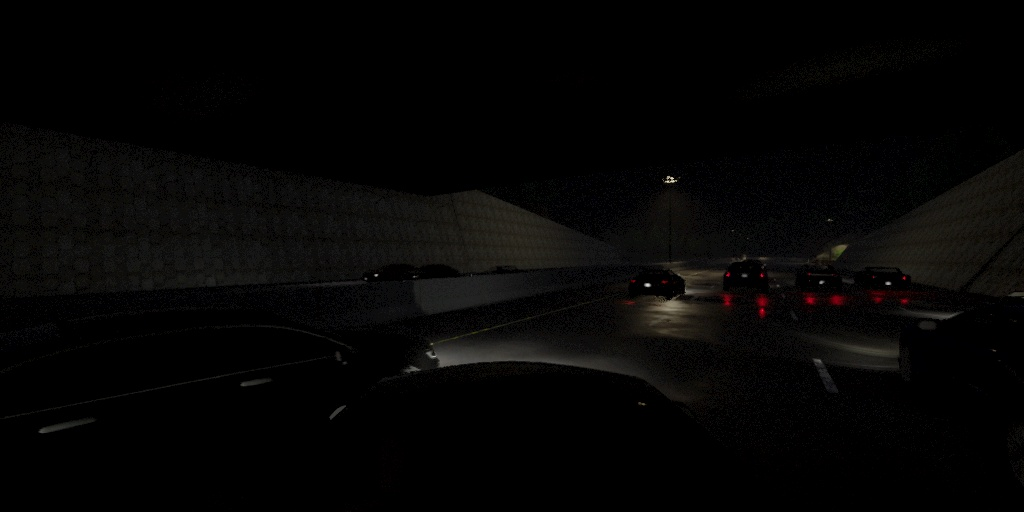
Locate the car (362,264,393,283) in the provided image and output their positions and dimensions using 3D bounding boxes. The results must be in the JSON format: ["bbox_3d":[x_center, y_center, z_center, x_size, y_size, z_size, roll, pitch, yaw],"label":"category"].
[{"bbox_3d":[-8.547,1.275,26.144,1.812,1.442,4.674,0,0,35],"label":"car"}]

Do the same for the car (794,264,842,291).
[{"bbox_3d":[18.576,1.243,21.862,2.128,1.511,4.902,0,0,35],"label":"car"}]

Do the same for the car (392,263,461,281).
[{"bbox_3d":[-5.465,1.275,24.444,1.812,1.442,4.674,0,0,35],"label":"car"}]

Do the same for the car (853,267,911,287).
[{"bbox_3d":[23.882,1.350,23.346,1.895,1.301,4.718,0,0,35],"label":"car"}]

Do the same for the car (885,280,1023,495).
[{"bbox_3d":[5.806,1.227,3.590,1.882,1.535,5.008,0,0,35],"label":"car"}]

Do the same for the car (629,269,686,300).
[{"bbox_3d":[7.360,1.314,18.031,1.994,1.385,4.181,0,0,35],"label":"car"}]

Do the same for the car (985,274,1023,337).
[{"bbox_3d":[13.058,1.255,7.855,1.837,1.490,4.892,0,0,35],"label":"car"}]

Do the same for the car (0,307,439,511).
[{"bbox_3d":[-2.851,1.253,3.432,1.837,1.490,4.892,0,0,35],"label":"car"}]

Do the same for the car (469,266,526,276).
[{"bbox_3d":[-0.872,1.350,24.929,1.895,1.301,4.718,0,0,35],"label":"car"}]

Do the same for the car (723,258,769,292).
[{"bbox_3d":[14.007,1.101,21.428,2.097,1.767,4.553,0,0,35],"label":"car"}]
